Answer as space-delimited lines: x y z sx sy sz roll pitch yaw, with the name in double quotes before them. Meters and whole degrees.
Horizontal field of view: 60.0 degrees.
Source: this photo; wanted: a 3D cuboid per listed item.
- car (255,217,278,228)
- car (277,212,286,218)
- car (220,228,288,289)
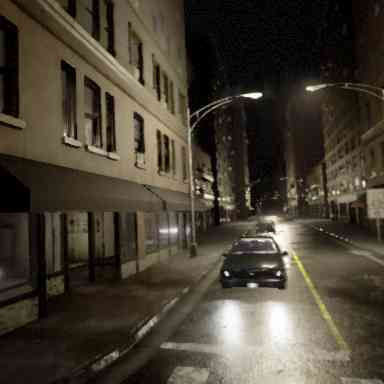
"car" 7.131 3.386 32.106 1.895 1.301 4.718 -4 -4 13
"car" 23.439 6.000 87.527 2.097 1.767 4.553 -4 -4 13
"car" 2.187 2.206 11.348 2.033 1.411 5.357 -4 -4 13
